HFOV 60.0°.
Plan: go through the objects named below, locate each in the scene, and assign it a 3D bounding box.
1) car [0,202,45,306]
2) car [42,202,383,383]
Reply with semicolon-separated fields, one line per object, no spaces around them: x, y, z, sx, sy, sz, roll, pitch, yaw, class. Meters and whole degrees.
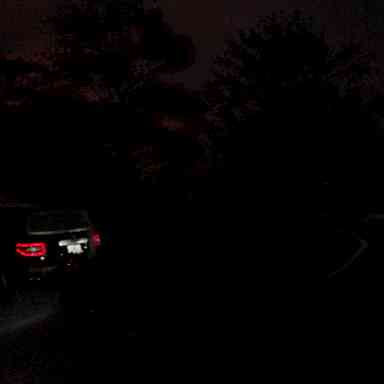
-4.715;1.256;8.275;5.566;2.045;2.150;0;0;32;car
0.426;1.252;4.868;5.566;2.045;2.150;0;0;35;car
